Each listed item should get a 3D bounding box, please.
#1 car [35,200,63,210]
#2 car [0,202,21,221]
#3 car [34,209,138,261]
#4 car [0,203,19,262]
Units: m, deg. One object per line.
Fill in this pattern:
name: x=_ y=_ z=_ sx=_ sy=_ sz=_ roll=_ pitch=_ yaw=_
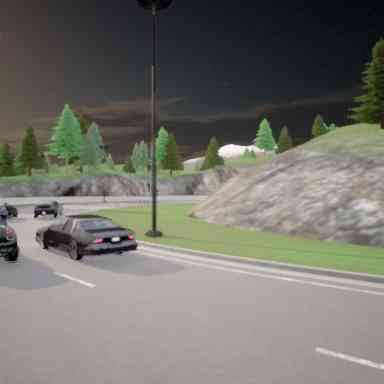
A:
car: x=-13.094 y=1.537 z=30.593 sx=1.837 sy=1.490 sz=4.892 roll=-1 pitch=0 yaw=-12
car: x=-16.012 y=1.597 z=27.951 sx=1.994 sy=1.385 sz=4.181 roll=0 pitch=0 yaw=-15
car: x=-4.122 y=1.559 z=12.447 sx=2.033 sy=1.411 sz=5.357 roll=0 pitch=0 yaw=-43
car: x=-7.567 y=1.366 z=11.358 sx=2.097 sy=1.767 sz=4.553 roll=0 pitch=0 yaw=-41
